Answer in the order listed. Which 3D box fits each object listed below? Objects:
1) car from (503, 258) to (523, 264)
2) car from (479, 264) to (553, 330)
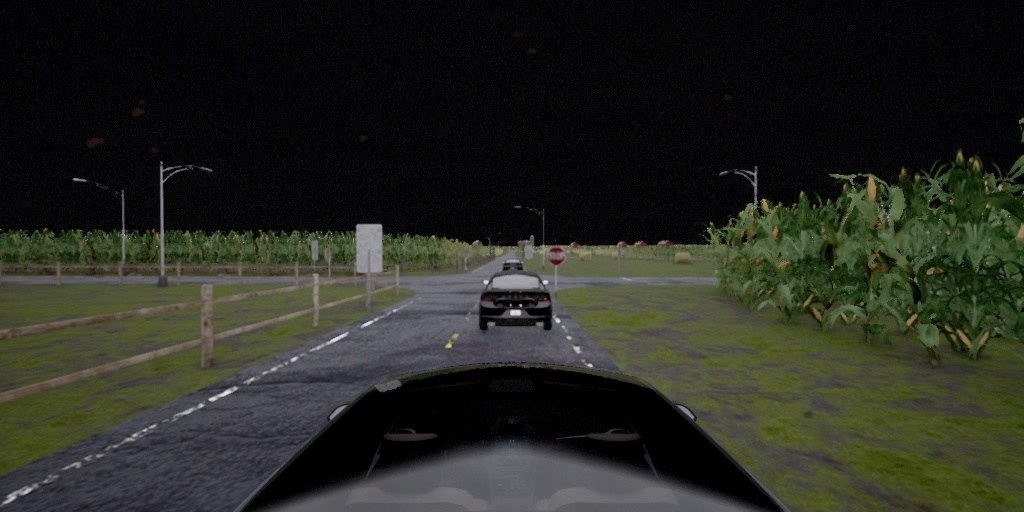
[{"bbox_3d":[0.087,0.981,35.875,1.882,1.535,5.008,0,0,0],"label":"car"},{"bbox_3d":[0.114,1.166,10.888,1.882,1.535,5.008,0,0,1],"label":"car"}]
